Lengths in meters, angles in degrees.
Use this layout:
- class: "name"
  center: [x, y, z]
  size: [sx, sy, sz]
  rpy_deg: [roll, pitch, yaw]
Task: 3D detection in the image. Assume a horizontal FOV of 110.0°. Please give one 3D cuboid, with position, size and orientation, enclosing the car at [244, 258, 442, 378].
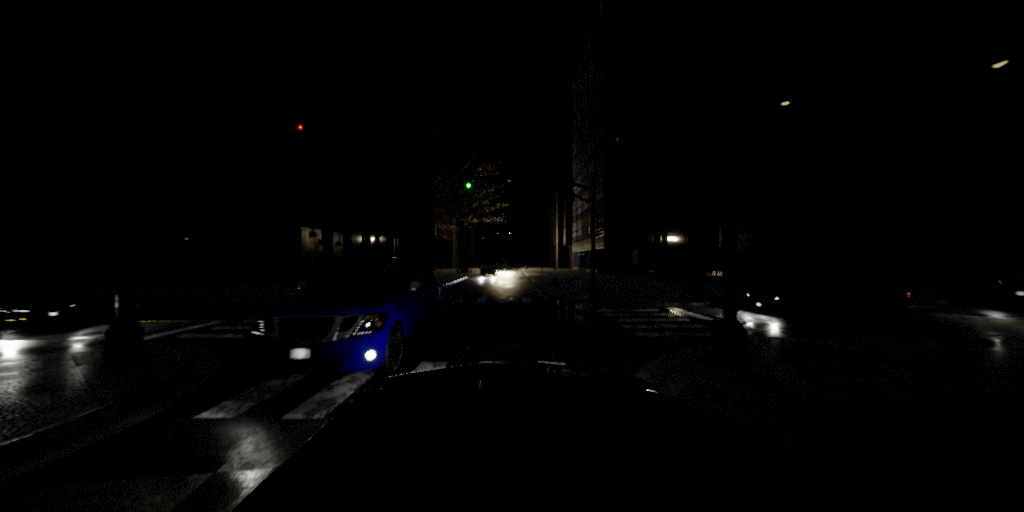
- class: "car"
  center: [-3.007, 1.065, 7.852]
  size: [2.150, 2.045, 5.566]
  rpy_deg: [0, -1, 0]

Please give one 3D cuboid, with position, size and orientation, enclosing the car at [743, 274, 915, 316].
- class: "car"
  center: [11.761, 1.394, 13.435]
  size: [5.357, 1.411, 2.033]
  rpy_deg: [0, -1, -4]

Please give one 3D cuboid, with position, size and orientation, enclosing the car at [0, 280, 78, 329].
- class: "car"
  center: [-15.459, 1.403, 10.195]
  size: [4.892, 1.490, 1.837]
  rpy_deg: [0, -1, 0]

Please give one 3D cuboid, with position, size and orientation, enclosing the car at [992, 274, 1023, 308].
- class: "car"
  center: [21.807, 1.040, 13.435]
  size: [5.566, 2.045, 2.150]
  rpy_deg: [0, -1, 0]

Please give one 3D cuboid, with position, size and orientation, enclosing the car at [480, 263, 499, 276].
- class: "car"
  center: [-3.058, 1.907, 45.956]
  size: [1.895, 1.301, 4.718]
  rpy_deg: [0, -1, 0]
